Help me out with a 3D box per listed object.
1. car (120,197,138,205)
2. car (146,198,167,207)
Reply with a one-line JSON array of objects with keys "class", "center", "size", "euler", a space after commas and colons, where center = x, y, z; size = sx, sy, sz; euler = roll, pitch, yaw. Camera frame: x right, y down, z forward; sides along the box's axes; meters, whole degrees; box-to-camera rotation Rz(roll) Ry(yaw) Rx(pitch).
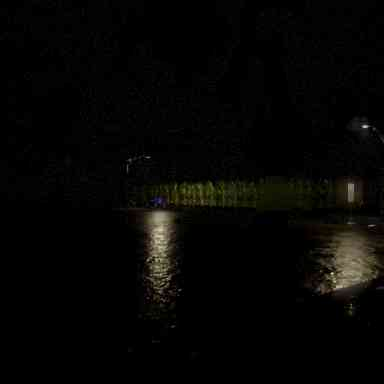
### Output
[{"class": "car", "center": [-11.809, 1.685, 62.120], "size": [1.837, 1.490, 4.892], "euler": [-1, 0, -36]}, {"class": "car", "center": [-5.730, 1.665, 53.926], "size": [1.812, 1.442, 4.674], "euler": [-1, 0, -36]}]
